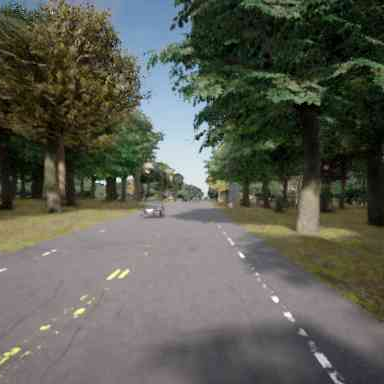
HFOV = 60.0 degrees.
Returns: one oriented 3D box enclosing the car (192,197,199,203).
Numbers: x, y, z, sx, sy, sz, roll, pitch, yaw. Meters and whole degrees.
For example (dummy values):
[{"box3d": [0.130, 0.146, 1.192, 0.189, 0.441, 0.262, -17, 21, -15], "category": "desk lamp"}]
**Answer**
[{"box3d": [0.926, 2.140, 86.951, 2.128, 1.511, 4.902, 0, -1, 1], "category": "car"}]
